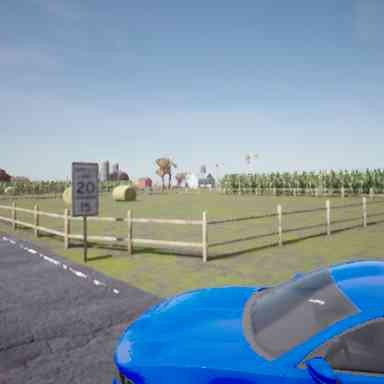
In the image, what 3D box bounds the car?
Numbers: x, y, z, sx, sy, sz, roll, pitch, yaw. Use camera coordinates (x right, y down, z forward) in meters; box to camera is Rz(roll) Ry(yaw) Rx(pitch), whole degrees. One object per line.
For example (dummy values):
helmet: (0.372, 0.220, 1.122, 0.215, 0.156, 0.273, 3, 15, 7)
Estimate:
car: (1.739, 1.429, 2.948, 5.008, 1.535, 1.882, -1, 4, 14)
